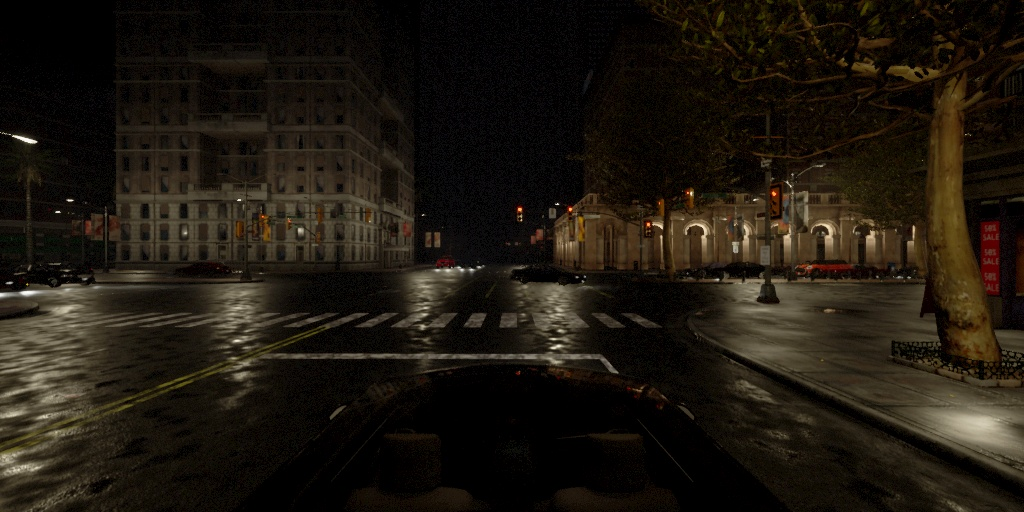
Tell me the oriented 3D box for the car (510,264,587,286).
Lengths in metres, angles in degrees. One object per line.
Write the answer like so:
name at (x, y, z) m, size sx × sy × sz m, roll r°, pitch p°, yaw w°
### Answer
car at (2.460, 1.297, 25.239) m, size 5.357 × 1.411 × 2.033 m, roll 0°, pitch 0°, yaw 33°

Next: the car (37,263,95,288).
car at (-30.240, 1.241, 23.386) m, size 4.902 × 1.511 × 2.128 m, roll 0°, pitch 0°, yaw 1°

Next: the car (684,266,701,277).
car at (19.642, 1.297, 34.664) m, size 5.357 × 1.411 × 2.033 m, roll 0°, pitch 0°, yaw 1°

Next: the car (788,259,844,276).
car at (29.931, 1.102, 34.577) m, size 4.553 × 1.767 × 2.097 m, roll 0°, pitch 0°, yaw 0°

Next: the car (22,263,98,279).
car at (-39.790, 1.314, 31.648) m, size 4.181 × 1.385 × 1.994 m, roll 0°, pitch 0°, yaw 0°

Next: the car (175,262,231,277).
car at (-30.101, 1.275, 35.047) m, size 4.674 × 1.442 × 1.812 m, roll 0°, pitch 0°, yaw 1°

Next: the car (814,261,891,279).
car at (29.575, 1.351, 31.082) m, size 4.718 × 1.301 × 1.895 m, roll 0°, pitch 0°, yaw 1°

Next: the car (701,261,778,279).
car at (19.698, 1.228, 31.163) m, size 5.008 × 1.535 × 1.882 m, roll 0°, pitch 0°, yaw 0°

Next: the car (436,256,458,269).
car at (-10.454, 0.971, 56.821) m, size 2.150 × 2.045 × 5.566 m, roll 0°, pitch 0°, yaw 0°

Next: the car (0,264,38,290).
car at (-29.798, 1.314, 19.875) m, size 4.181 × 1.385 × 1.994 m, roll 0°, pitch 0°, yaw 1°

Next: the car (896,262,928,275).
car at (40.491, 1.297, 34.482) m, size 5.357 × 1.411 × 2.033 m, roll 0°, pitch 0°, yaw 1°

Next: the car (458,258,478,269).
car at (-6.952, 1.275, 57.228) m, size 1.812 × 1.442 × 4.674 m, roll 0°, pitch 0°, yaw 0°
